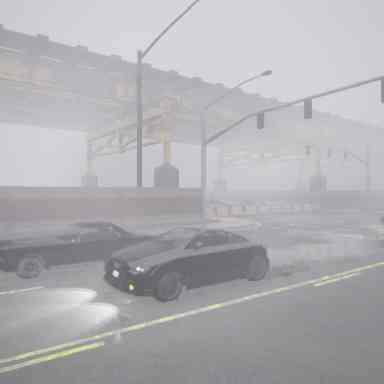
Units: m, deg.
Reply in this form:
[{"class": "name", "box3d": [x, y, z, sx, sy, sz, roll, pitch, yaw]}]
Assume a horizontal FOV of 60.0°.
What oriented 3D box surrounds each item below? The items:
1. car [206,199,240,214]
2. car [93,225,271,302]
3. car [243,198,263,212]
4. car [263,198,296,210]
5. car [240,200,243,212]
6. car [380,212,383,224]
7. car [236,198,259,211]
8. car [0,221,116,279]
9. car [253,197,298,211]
[{"class": "car", "box3d": [2.327, 1.295, 33.736, 4.536, 1.218, 1.853, 0, 0, 8]}, {"class": "car", "box3d": [-0.007, 1.564, 8.284, 4.181, 1.385, 1.994, 0, 0, -35]}, {"class": "car", "box3d": [6.125, 1.453, 36.413, 2.038, 1.542, 4.974, 0, 0, 18]}, {"class": "car", "box3d": [9.985, 1.295, 40.165, 4.536, 1.218, 1.853, 0, 0, -7]}, {"class": "car", "box3d": [2.379, 1.453, 33.729, 4.974, 1.542, 2.038, 0, 0, 8]}, {"class": "car", "box3d": [15.074, 1.525, 23.335, 4.674, 1.442, 1.812, 0, 0, -35]}, {"class": "car", "box3d": [6.141, 1.295, 36.462, 1.853, 1.218, 4.536, 0, 0, 18]}, {"class": "car", "box3d": [-3.421, 1.601, 10.150, 4.718, 1.301, 1.895, 0, 0, -35]}, {"class": "car", "box3d": [10.036, 1.453, 40.171, 4.974, 1.542, 2.038, 0, 0, -7]}]
